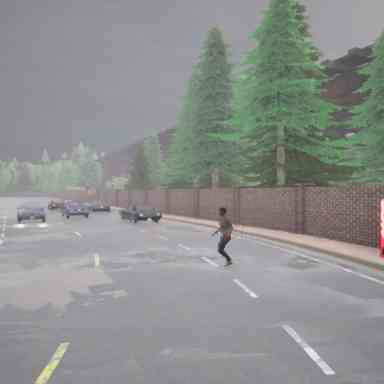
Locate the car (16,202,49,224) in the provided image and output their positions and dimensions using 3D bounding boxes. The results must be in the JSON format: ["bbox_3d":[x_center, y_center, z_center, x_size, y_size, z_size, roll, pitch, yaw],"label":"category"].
[{"bbox_3d":[-12.278,1.525,25.328,1.812,1.442,4.674,0,0,-28],"label":"car"}]

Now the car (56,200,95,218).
[{"bbox_3d":[-10.577,1.547,29.920,2.033,1.411,5.357,0,0,-28],"label":"car"}]

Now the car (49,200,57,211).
[{"bbox_3d":[-16.707,1.601,41.242,1.895,1.301,4.718,0,0,-28],"label":"car"}]

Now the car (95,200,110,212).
[{"bbox_3d":[-10.572,1.563,37.255,1.994,1.385,4.181,0,0,-28],"label":"car"}]

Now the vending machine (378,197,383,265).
[{"bbox_3d":[6.508,1.195,10.191,1.100,2.100,0.880,0,0,-12],"label":"vending machine"}]

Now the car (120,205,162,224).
[{"bbox_3d":[-3.981,1.601,25.012,1.895,1.301,4.718,0,0,-28],"label":"car"}]

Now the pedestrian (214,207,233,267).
[{"bbox_3d":[0.973,1.294,9.857,0.375,1.860,0.375,0,0,-14],"label":"pedestrian"}]
